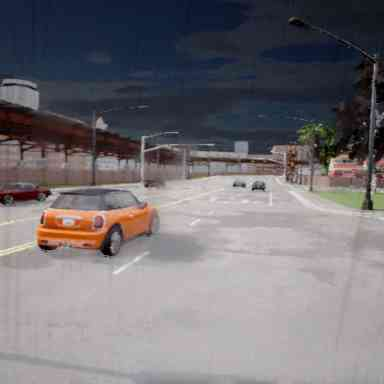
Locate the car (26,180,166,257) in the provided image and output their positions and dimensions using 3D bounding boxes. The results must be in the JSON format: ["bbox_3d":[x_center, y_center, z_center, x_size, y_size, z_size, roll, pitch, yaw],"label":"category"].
[{"bbox_3d":[-2.586,0.670,10.337,2.097,1.767,4.553,2,3,13],"label":"car"}]

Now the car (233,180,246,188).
[{"bbox_3d":[8.282,-1.473,57.741,1.994,1.385,4.181,2,3,13],"label":"car"}]

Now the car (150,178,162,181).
[{"bbox_3d":[-5.135,-1.230,46.477,1.994,1.385,4.181,2,3,14],"label":"car"}]

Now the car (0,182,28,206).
[{"bbox_3d":[-11.116,0.071,20.946,1.895,1.301,4.718,2,3,13],"label":"car"}]

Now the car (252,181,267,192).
[{"bbox_3d":[9.480,-0.849,47.006,2.033,1.411,5.357,2,3,13],"label":"car"}]
